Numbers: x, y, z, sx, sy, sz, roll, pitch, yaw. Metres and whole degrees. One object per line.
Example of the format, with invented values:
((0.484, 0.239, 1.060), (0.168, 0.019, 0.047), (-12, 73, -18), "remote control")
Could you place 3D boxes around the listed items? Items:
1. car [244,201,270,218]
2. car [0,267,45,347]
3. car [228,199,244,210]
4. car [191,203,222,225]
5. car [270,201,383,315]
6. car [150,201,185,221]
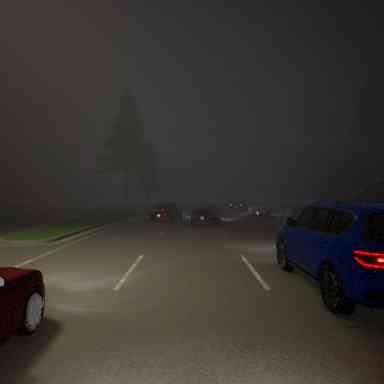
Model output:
((5.957, 1.497, 29.336), (1.812, 1.442, 4.674), (0, 0, 15), "car")
((-3.402, 1.474, 3.618), (1.882, 1.535, 5.008), (0, 0, 0), "car")
((5.764, 1.560, 41.379), (1.895, 1.301, 4.718), (0, 0, 15), "car")
((1.082, 1.501, 23.889), (1.812, 1.442, 4.674), (0, 0, 10), "car")
((3.599, 1.214, 7.648), (2.150, 2.045, 5.566), (0, 0, 0), "car")
((-1.891, 1.478, 26.724), (1.837, 1.490, 4.892), (0, 0, 13), "car")
